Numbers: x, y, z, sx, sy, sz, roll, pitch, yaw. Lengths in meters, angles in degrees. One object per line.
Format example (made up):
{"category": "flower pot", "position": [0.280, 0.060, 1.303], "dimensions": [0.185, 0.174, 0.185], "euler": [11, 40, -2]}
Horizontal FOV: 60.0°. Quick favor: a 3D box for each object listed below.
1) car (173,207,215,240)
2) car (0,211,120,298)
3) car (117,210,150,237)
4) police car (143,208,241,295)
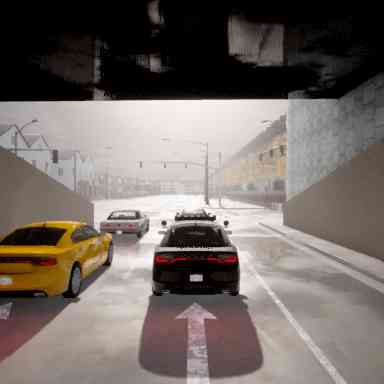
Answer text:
{"category": "car", "position": [0.094, 1.564, 17.852], "dimensions": [1.994, 1.385, 4.181], "euler": [0, 0, 0]}
{"category": "car", "position": [-3.409, 1.478, 8.565], "dimensions": [1.882, 1.535, 5.008], "euler": [0, 0, 0]}
{"category": "car", "position": [-3.404, 1.601, 17.808], "dimensions": [1.895, 1.301, 4.718], "euler": [0, 0, 0]}
{"category": "police car", "position": [0.087, 1.425, 8.890], "dimensions": [1.930, 1.638, 5.238], "euler": [0, 0, 0]}
